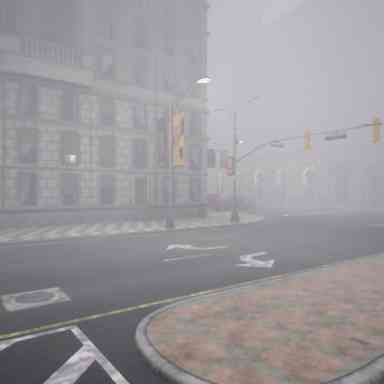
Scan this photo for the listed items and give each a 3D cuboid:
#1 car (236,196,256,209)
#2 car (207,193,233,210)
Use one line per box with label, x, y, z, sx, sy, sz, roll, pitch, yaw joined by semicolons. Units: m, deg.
car;6.393;1.350;44.690;2.097;1.767;4.553;0;0;-36
car;2.725;1.220;43.784;2.150;2.045;5.566;0;0;-36
